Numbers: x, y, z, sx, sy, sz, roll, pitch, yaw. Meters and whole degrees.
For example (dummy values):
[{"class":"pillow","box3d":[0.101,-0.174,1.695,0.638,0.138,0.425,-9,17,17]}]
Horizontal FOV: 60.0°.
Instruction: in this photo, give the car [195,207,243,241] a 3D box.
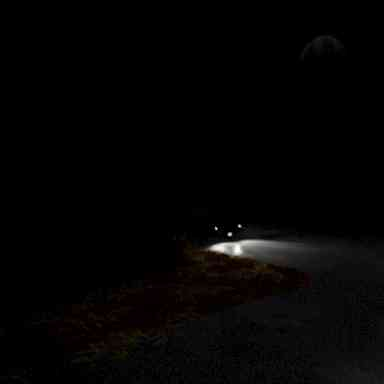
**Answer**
[{"class":"car","box3d":[0.071,1.446,16.507,2.033,1.411,5.357,1,0,-36]}]
